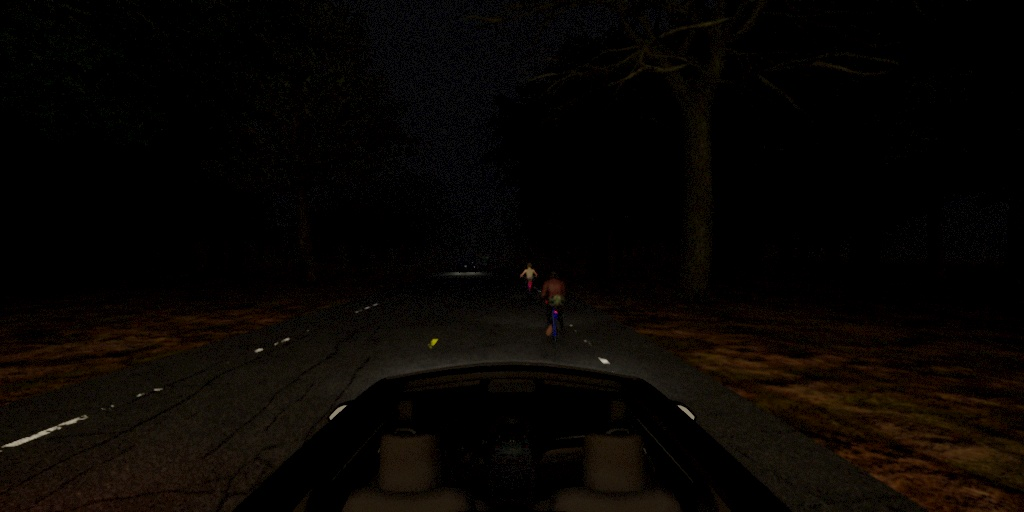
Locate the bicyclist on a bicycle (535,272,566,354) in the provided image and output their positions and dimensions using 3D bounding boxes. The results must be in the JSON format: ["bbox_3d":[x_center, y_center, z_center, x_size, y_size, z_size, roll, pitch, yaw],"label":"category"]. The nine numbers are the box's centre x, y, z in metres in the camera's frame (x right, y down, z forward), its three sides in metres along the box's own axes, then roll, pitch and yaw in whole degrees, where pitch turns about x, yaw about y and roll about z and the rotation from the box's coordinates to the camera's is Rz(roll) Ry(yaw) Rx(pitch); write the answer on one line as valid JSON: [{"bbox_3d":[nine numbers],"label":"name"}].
[{"bbox_3d":[0.913,1.168,7.740,0.582,1.620,1.656,0,0,-1],"label":"bicyclist on a bicycle"}]

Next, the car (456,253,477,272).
[{"bbox_3d":[-5.189,0.727,41.100,2.150,2.045,5.566,0,0,-5],"label":"car"}]

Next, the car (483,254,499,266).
[{"bbox_3d":[-3.186,0.843,58.596,2.128,1.511,4.902,0,1,-6],"label":"car"}]

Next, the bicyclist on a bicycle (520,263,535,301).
[{"bbox_3d":[0.755,1.104,15.746,0.866,1.612,1.509,0,0,-2],"label":"bicyclist on a bicycle"}]
